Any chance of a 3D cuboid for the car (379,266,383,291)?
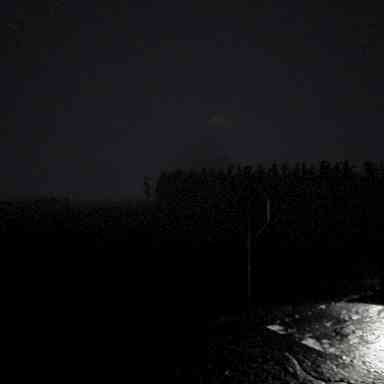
[{"bbox_3d":[5.951,1.553,7.307,4.181,1.385,1.994,0,0,-36],"label":"car"}]
